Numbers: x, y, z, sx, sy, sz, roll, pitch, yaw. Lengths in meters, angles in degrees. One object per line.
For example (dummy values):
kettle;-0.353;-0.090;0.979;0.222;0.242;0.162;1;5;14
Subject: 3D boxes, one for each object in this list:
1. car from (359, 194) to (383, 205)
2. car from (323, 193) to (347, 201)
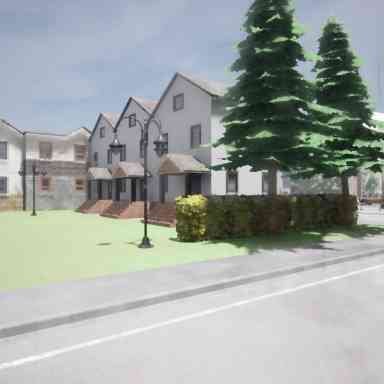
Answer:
car;27.287;1.097;49.291;1.932;1.855;4.605;0;0;-36
car;32.154;1.097;74.745;1.932;1.855;4.605;0;0;-36
